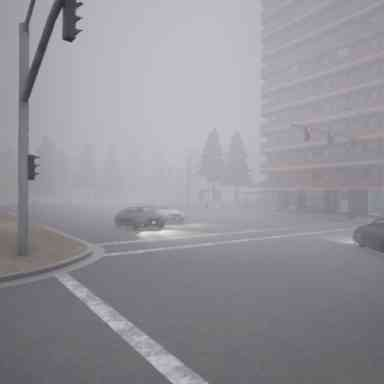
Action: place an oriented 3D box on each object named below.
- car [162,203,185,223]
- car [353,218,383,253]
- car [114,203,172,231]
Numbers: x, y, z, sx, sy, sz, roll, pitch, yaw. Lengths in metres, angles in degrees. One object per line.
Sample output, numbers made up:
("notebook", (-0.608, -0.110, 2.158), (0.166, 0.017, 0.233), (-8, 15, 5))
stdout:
("car", (-2.366, 1.608, 26.055), (1.812, 1.442, 4.674), (0, 0, -35))
("car", (7.819, 1.649, 12.714), (1.994, 1.385, 4.181), (1, 0, 7))
("car", (-3.416, 1.624, 21.454), (1.994, 1.385, 4.181), (0, 0, -35))
